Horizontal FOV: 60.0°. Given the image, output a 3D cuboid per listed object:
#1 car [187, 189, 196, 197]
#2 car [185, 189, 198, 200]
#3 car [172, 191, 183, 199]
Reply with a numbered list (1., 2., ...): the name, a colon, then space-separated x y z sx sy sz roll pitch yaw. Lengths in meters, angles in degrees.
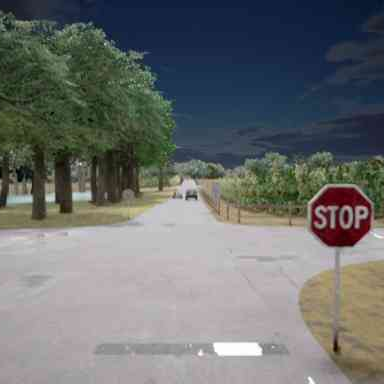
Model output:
1. car: -0.095 0.219 71.367 1.882 1.535 5.008 0 2 0
2. car: -0.082 0.450 60.983 2.150 2.045 5.566 0 2 0
3. car: -2.838 0.622 65.546 1.812 1.442 4.674 0 2 0
